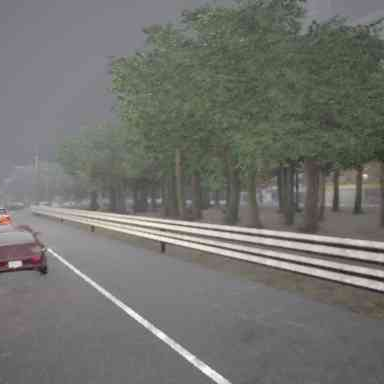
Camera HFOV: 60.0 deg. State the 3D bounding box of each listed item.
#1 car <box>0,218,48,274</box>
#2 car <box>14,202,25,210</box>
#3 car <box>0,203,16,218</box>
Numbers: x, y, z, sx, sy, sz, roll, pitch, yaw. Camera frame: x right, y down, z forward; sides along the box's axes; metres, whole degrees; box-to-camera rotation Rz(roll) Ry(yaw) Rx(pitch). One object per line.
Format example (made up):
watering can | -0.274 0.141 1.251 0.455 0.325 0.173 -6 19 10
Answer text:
car | -5.856 1.775 10.680 1.812 1.442 4.674 0 -1 -32
car | -36.301 2.924 69.040 2.097 1.767 4.553 -1 -1 -11
car | -14.457 1.936 24.427 2.097 1.767 4.553 0 -1 -32
